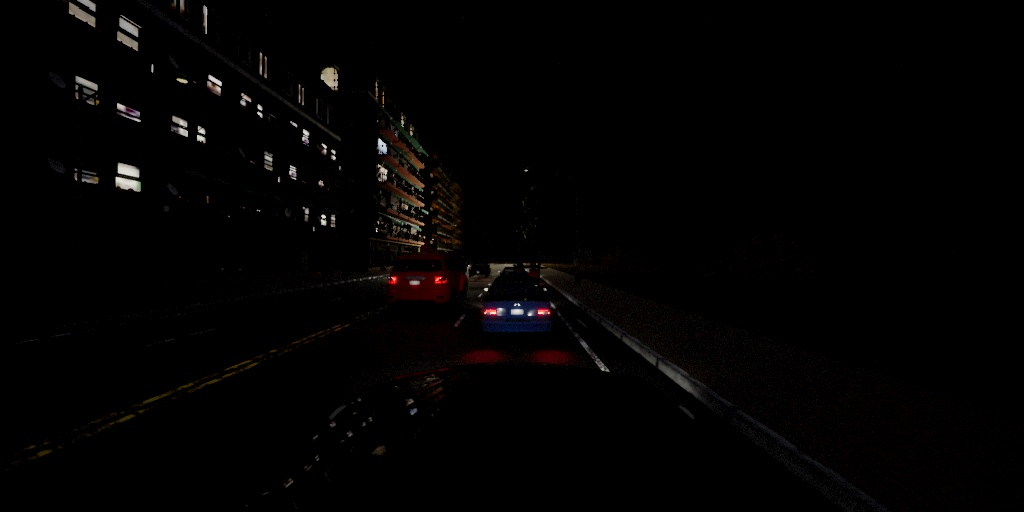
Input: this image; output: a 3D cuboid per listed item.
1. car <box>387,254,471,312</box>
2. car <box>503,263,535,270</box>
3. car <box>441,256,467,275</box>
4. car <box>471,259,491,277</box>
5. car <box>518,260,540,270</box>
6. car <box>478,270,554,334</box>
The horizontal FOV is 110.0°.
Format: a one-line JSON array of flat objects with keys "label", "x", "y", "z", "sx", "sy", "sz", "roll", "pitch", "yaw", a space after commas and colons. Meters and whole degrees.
[{"label": "car", "x": -3.138, "y": 0.971, "z": 14.258, "sx": 2.150, "sy": 2.045, "sz": 5.566, "roll": 0, "pitch": 0, "yaw": 0}, {"label": "car", "x": 0.116, "y": 1.317, "z": 20.876, "sx": 1.994, "sy": 1.385, "sz": 4.181, "roll": 0, "pitch": 0, "yaw": 1}, {"label": "car", "x": -6.555, "y": 0.975, "z": 41.217, "sx": 2.150, "sy": 2.045, "sz": 5.566, "roll": 0, "pitch": 0, "yaw": 0}, {"label": "car", "x": -3.110, "y": 1.279, "z": 35.173, "sx": 1.812, "sy": 1.442, "sz": 4.674, "roll": 0, "pitch": 0, "yaw": 0}, {"label": "car", "x": 1.170, "y": 1.104, "z": 29.811, "sx": 2.097, "sy": 1.767, "sz": 4.553, "roll": 0, "pitch": 0, "yaw": 0}, {"label": "car", "x": 0.112, "y": 1.299, "z": 10.542, "sx": 2.033, "sy": 1.411, "sz": 5.357, "roll": 0, "pitch": 0, "yaw": 0}]
